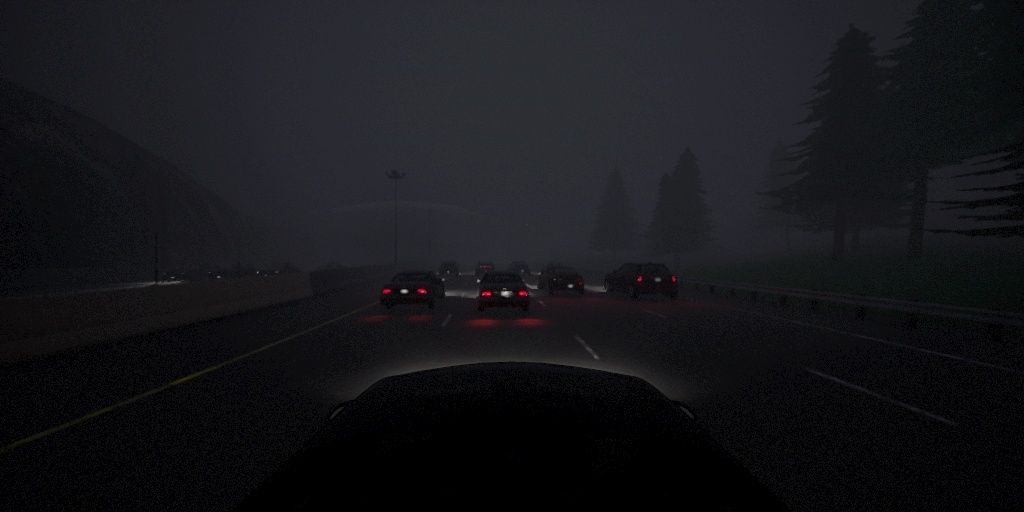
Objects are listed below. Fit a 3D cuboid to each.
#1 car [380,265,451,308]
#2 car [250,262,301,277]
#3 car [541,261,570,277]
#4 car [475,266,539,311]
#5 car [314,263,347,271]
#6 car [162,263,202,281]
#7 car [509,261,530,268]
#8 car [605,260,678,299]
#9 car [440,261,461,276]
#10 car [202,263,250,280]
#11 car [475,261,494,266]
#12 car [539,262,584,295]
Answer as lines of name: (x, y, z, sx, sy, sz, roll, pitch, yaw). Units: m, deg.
car: (-3.963, 1.286, 15.066, 2.033, 1.411, 5.357, 0, 0, -4)
car: (-19.905, 1.262, 30.782, 1.812, 1.442, 4.674, 0, 0, -7)
car: (4.302, 1.270, 36.050, 1.994, 1.385, 4.181, 0, 0, -7)
car: (-0.408, 1.284, 14.275, 2.033, 1.411, 5.357, 0, 0, -4)
car: (-16.678, 1.295, 33.154, 1.994, 1.385, 4.181, 0, 0, -7)
car: (-26.969, 1.291, 30.819, 2.033, 1.411, 5.357, 0, 0, -7)
car: (0.696, 1.235, 36.588, 1.812, 1.442, 4.674, 0, 0, -7)
car: (6.294, 1.077, 17.989, 2.097, 1.767, 4.553, 0, 0, -4)
car: (-6.238, 1.222, 35.739, 1.837, 1.490, 4.892, 0, 0, -7)
car: (-23.397, 1.342, 30.472, 1.895, 1.301, 4.718, 0, 0, -7)
car: (-2.691, 1.205, 35.578, 2.128, 1.511, 4.902, 0, 0, -7)
car: (2.624, 1.252, 19.674, 1.812, 1.442, 4.674, 0, 0, -5)
